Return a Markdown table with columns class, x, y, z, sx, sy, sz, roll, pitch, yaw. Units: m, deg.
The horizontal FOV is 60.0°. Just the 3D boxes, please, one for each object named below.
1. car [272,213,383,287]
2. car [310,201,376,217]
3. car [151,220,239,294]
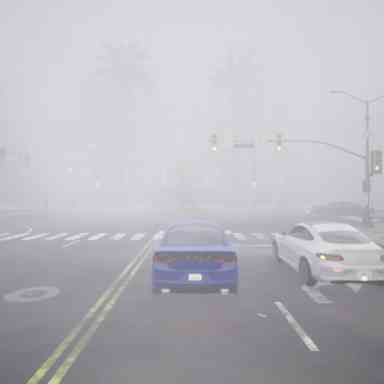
| class | x | y | z | sx | sy | sz | roll | pitch | yaw |
| --- | --- | --- | --- | --- | --- | --- | --- | --- | --- |
| car | 3.572 | 1.528 | 9.189 | 1.812 | 1.442 | 4.674 | 0 | 0 | 0 |
| car | 13.693 | 1.556 | 30.353 | 5.357 | 1.411 | 2.033 | 0 | 0 | 0 |
| car | 0.071 | 1.480 | 8.870 | 1.882 | 1.535 | 5.008 | 0 | 0 | 0 |
